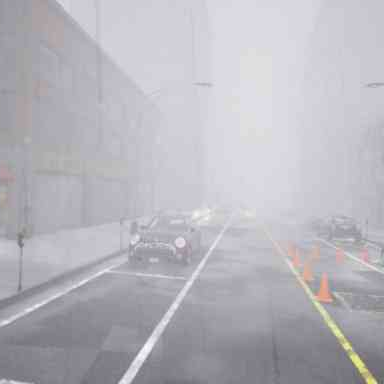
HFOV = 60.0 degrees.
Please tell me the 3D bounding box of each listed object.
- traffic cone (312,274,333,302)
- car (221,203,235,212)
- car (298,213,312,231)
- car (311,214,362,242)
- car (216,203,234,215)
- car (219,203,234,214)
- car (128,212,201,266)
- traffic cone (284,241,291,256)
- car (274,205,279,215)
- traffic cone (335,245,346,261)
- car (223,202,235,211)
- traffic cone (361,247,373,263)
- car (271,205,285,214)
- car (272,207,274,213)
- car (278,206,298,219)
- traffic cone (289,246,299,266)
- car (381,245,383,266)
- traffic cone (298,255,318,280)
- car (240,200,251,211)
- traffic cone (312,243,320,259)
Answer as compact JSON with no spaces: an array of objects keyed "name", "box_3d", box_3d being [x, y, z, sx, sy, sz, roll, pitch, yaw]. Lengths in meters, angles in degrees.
[{"name":"traffic cone","box_3d":[3.084,2.212,7.769,0.340,0.580,0.340,3,-1,9]},{"name":"car","box_3d":[6.009,2.535,55.337,2.008,1.369,4.403,2,-1,9]},{"name":"car","box_3d":[10.161,2.405,26.822,1.887,1.381,4.507,2,-1,9]},{"name":"car","box_3d":[9.313,2.190,21.386,1.967,1.590,4.097,2,-1,9]},{"name":"car","box_3d":[4.310,2.199,44.462,1.967,1.590,4.097,2,-1,9]},{"name":"car","box_3d":[5.157,2.437,49.899,1.947,1.339,4.313,2,-1,9]},{"name":"car","box_3d":[-0.800,1.535,11.836,1.967,1.590,4.097,2,-1,9]},{"name":"traffic cone","box_3d":[4.013,2.331,13.695,0.340,0.580,0.340,3,-1,9]},{"name":"car","box_3d":[13.568,2.852,48.572,1.887,1.381,4.507,2,-1,9]},{"name":"traffic cone","box_3d":[5.986,2.433,13.384,0.340,0.580,0.340,3,-1,9]},{"name":"car","box_3d":[6.861,2.642,60.775,1.887,1.381,4.507,2,-1,9]},{"name":"traffic cone","box_3d":[6.972,2.484,13.229,0.340,0.580,0.340,3,-1,9]},{"name":"car","box_3d":[15.271,3.077,59.448,1.887,1.381,4.507,2,-1,9]},{"name":"car","box_3d":[14.419,2.964,54.010,1.887,1.381,4.507,2,-1,9]},{"name":"car","box_3d":[12.715,2.760,43.135,1.947,1.339,4.313,2,-1,9]},{"name":"traffic cone","box_3d":[3.703,2.291,11.720,0.340,0.580,0.340,3,-1,9]},{"name":"car","box_3d":[7.606,2.075,10.509,1.887,1.381,4.507,2,-1,9]},{"name":"traffic cone","box_3d":[3.394,2.251,9.744,0.340,0.580,0.340,3,-1,9]},{"name":"car","box_3d":[9.855,2.821,62.030,2.033,1.411,5.357,3,-1,9]},{"name":"traffic cone","box_3d":[4.999,2.382,13.539,0.340,0.580,0.340,3,-1,9]}]
